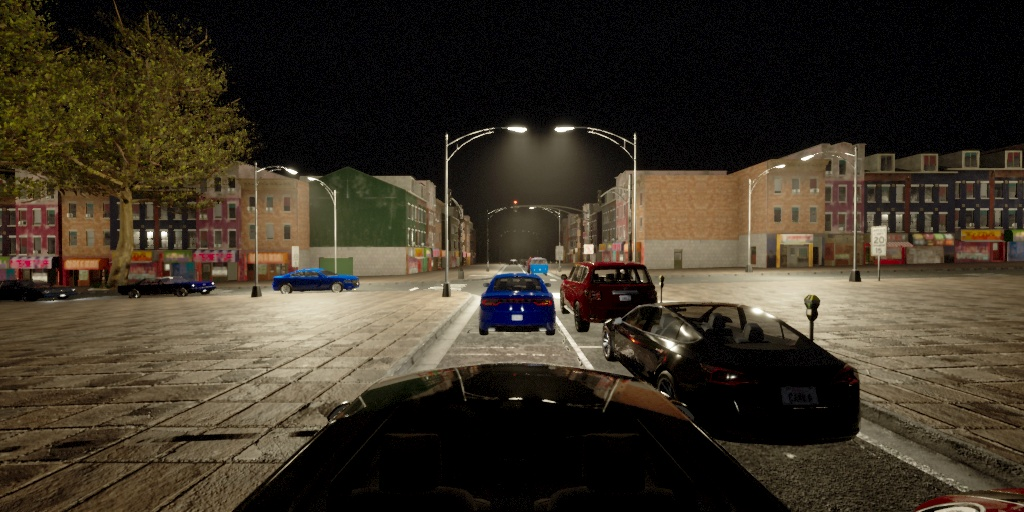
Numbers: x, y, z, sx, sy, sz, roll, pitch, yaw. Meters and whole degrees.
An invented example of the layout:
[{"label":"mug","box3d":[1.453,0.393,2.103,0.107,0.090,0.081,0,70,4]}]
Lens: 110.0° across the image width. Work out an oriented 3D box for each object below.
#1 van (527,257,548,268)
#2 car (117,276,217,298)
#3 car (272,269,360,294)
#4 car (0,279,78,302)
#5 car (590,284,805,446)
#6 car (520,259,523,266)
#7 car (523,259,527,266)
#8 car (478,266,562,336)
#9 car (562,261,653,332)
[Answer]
[{"label":"van","box3d":[2.772,1.105,37.119,1.690,1.789,3.998,0,0,0]},{"label":"car","box3d":[-21.565,1.940,22.579,4.718,1.301,1.895,-2,1,0]},{"label":"car","box3d":[-12.234,1.542,22.547,5.008,1.535,1.882,-2,1,-1]},{"label":"car","box3d":[-30.964,2.181,22.613,5.357,1.411,2.033,-2,1,1]},{"label":"car","box3d":[2.648,1.315,5.356,1.948,1.339,4.313,0,0,0]},{"label":"car","box3d":[2.877,1.359,64.150,2.007,1.370,4.403,0,0,0]},{"label":"car","box3d":[2.793,1.085,42.524,2.192,1.841,5.009,0,0,0]},{"label":"car","box3d":[0.147,1.227,10.482,1.882,1.535,5.008,0,0,1]},{"label":"car","box3d":[2.669,1.064,10.758,2.192,1.841,5.009,0,0,0]}]
